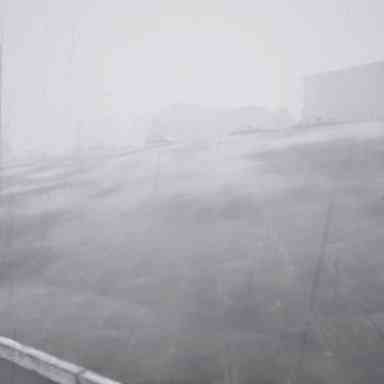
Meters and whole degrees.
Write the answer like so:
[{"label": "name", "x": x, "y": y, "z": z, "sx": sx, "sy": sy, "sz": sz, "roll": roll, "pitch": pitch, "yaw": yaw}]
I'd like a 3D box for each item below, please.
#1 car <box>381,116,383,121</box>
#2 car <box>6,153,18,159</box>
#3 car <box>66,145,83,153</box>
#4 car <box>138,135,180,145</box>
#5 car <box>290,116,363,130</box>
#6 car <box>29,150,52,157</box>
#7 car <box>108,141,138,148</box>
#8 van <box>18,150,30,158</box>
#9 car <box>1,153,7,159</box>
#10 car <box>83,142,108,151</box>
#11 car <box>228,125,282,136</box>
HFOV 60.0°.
[{"label": "car", "x": 13.218, "y": -4.115, "z": 18.753, "sx": 4.674, "sy": 1.452, "sz": 2.002, "roll": 3, "pitch": 2, "yaw": 42}, {"label": "car", "x": -31.252, "y": -5.966, "z": 60.107, "sx": 4.674, "sy": 1.452, "sz": 2.002, "roll": 2, "pitch": 1, "yaw": 43}, {"label": "car", "x": -15.133, "y": -5.513, "z": 45.057, "sx": 4.553, "sy": 1.767, "sz": 2.185, "roll": 2, "pitch": 2, "yaw": 43}, {"label": "car", "x": -2.939, "y": -5.005, "z": 33.672, "sx": 4.553, "sy": 1.767, "sz": 2.185, "roll": 2, "pitch": 2, "yaw": 43}, {"label": "car", "x": 9.090, "y": -4.356, "z": 22.453, "sx": 4.892, "sy": 1.521, "sz": 2.231, "roll": 3, "pitch": 2, "yaw": 43}, {"label": "car", "x": -23.185, "y": -5.706, "z": 52.574, "sx": 4.892, "sy": 1.521, "sz": 2.231, "roll": 2, "pitch": 2, "yaw": 43}, {"label": "car", "x": -6.956, "y": -5.008, "z": 37.423, "sx": 4.674, "sy": 1.452, "sz": 2.002, "roll": 2, "pitch": 2, "yaw": 43}, {"label": "van", "x": -27.125, "y": -6.082, "z": 56.252, "sx": 4.442, "sy": 1.987, "sz": 1.878, "roll": 2, "pitch": 1, "yaw": 43}, {"label": "car", "x": -35.257, "y": -6.398, "z": 63.845, "sx": 5.566, "sy": 2.045, "sz": 2.435, "roll": 2, "pitch": 1, "yaw": 43}, {"label": "car", "x": -11.100, "y": -5.348, "z": 41.291, "sx": 4.553, "sy": 1.767, "sz": 2.185, "roll": 2, "pitch": 2, "yaw": 43}, {"label": "car", "x": 5.052, "y": -4.540, "z": 26.211, "sx": 4.892, "sy": 1.521, "sz": 2.231, "roll": 2, "pitch": 2, "yaw": 43}]
